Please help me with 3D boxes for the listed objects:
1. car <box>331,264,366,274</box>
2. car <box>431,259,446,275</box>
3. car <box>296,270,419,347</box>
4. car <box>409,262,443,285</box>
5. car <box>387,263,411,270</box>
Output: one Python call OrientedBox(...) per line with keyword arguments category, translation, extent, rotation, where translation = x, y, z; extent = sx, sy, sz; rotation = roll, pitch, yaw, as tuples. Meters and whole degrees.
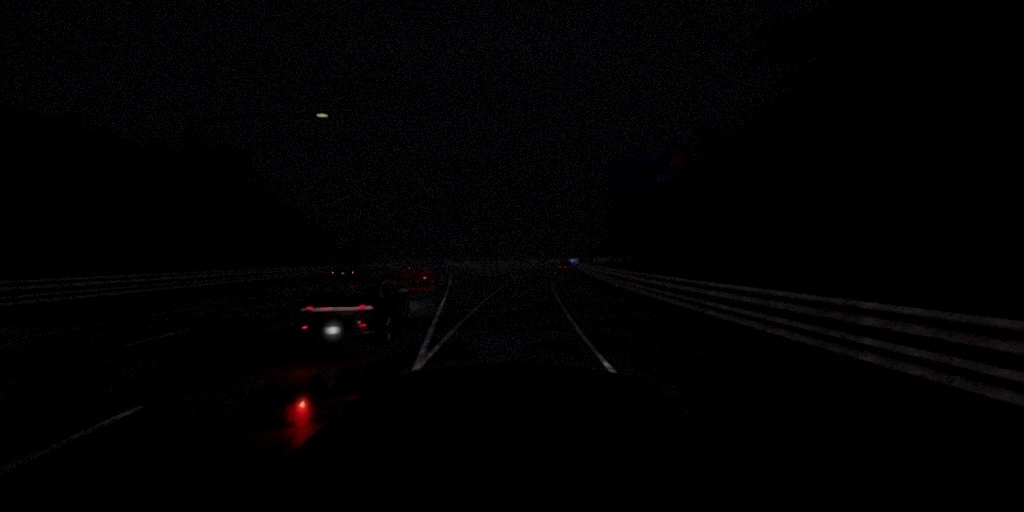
OrientedBox(category="car", translation=(-14.180, 1.451, 31.416), extent=(2.097, 1.767, 4.553), rotation=(0, 0, -9))
OrientedBox(category="car", translation=(-10.162, 1.463, 48.872), extent=(2.150, 2.045, 5.566), rotation=(0, -1, -10))
OrientedBox(category="car", translation=(-3.960, 1.316, 9.649), extent=(2.128, 1.511, 4.902), rotation=(0, 0, -8))
OrientedBox(category="car", translation=(-6.772, 1.481, 28.769), extent=(1.882, 1.535, 5.008), rotation=(0, -1, -9))
OrientedBox(category="car", translation=(-11.404, 1.596, 36.153), extent=(1.882, 1.535, 5.008), rotation=(0, 0, -10))
